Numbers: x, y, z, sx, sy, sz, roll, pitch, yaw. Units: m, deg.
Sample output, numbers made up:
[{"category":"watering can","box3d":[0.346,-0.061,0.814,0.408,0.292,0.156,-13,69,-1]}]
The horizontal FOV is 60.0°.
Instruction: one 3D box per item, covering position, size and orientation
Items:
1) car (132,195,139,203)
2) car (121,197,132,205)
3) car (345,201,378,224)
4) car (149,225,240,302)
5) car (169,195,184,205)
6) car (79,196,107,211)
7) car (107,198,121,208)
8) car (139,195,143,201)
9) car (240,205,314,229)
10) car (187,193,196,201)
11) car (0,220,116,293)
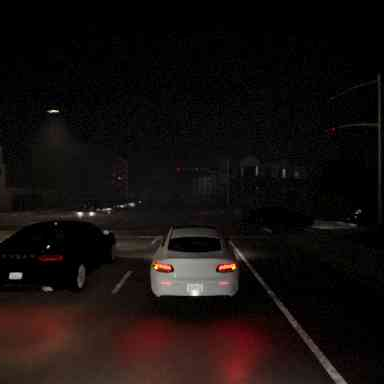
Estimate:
[{"category":"car","box3d":[-14.008,1.787,76.343,1.895,1.301,4.718,0,1,0]},{"category":"car","box3d":[-14.019,1.880,66.479,2.033,1.411,5.357,0,1,0]},{"category":"car","box3d":[14.246,1.479,25.507,4.553,1.767,2.097,0,-1,0]},{"category":"car","box3d":[0.066,1.536,8.185,1.812,1.442,4.674,0,0,0]},{"category":"car","box3d":[-3.407,1.536,67.934,2.150,2.045,5.566,0,1,0]},{"category":"car","box3d":[-14.102,1.583,46.862,2.150,2.045,5.566,0,-1,0]},{"category":"car","box3d":[-14.086,1.892,56.706,2.128,1.511,4.902,0,0,0]},{"category":"car","box3d":[-14.009,1.498,86.639,2.097,1.767,4.553,0,0,0]},{"category":"car","box3d":[5.537,1.615,21.869,4.674,1.442,1.812,0,-1,0]},{"category":"car","box3d":[-0.009,1.372,89.313,2.150,2.045,5.566,0,-1,0]},{"category":"car","box3d":[-3.430,1.494,8.970,1.882,1.535,5.008,0,0,0]}]
